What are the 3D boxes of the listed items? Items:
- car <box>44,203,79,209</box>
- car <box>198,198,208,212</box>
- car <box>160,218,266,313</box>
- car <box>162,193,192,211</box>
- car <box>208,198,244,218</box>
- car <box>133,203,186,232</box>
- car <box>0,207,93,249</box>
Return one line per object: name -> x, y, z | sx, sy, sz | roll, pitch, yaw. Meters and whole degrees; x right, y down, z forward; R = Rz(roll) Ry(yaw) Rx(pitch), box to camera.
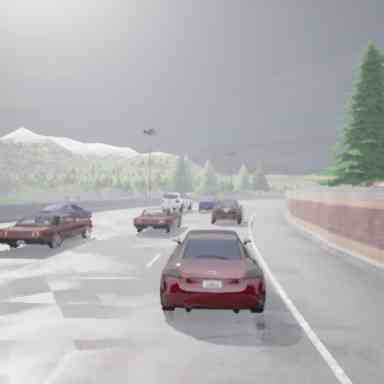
car -> -8.432, 1.449, 22.180 | 1.812, 1.442, 4.674 | 0, 0, 9
car -> 2.112, 1.395, 36.918 | 1.882, 1.535, 5.008 | 0, 0, 16
car -> 0.465, 1.547, 7.714 | 1.994, 1.385, 4.181 | 0, 0, 3
car -> -1.604, 1.129, 36.738 | 2.150, 2.045, 5.566 | 0, 0, 16
car -> 2.737, 1.300, 24.828 | 2.097, 1.767, 4.553 | 0, 0, 11
car -> -1.813, 1.549, 19.330 | 1.895, 1.301, 4.718 | 0, 0, 9
car -> -5.961, 1.550, 14.255 | 1.895, 1.301, 4.718 | 0, 0, 6
